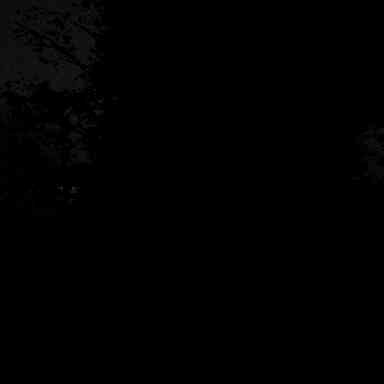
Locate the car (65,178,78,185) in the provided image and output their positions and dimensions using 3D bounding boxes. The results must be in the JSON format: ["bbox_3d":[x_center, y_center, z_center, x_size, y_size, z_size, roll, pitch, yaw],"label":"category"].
[{"bbox_3d":[-19.118,-1.584,52.235,1.812,1.442,4.674,0,4,-6],"label":"car"}]
